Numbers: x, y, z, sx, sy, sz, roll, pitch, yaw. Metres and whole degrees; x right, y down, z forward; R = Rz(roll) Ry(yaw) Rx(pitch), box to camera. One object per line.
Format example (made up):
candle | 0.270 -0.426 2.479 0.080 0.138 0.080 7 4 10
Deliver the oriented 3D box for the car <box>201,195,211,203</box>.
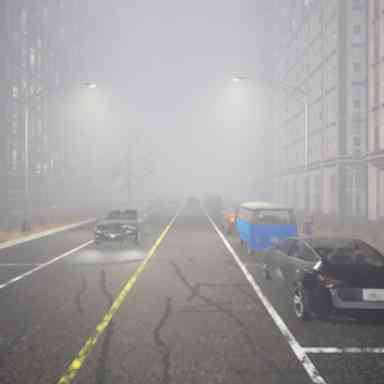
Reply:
car | 2.699 1.353 64.090 1.752 1.417 4.829 0 0 0

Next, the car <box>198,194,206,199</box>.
car | 2.701 1.295 92.382 1.947 1.339 4.313 0 0 0

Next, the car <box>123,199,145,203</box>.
car | -5.685 1.456 29.609 1.752 1.417 4.829 0 0 0

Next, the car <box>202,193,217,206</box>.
car | 2.699 1.180 52.536 2.192 1.841 5.009 0 0 0

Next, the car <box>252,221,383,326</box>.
car | 2.693 1.551 6.999 1.947 1.339 4.313 0 0 0

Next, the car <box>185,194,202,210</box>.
car | 0.103 1.374 41.589 1.882 1.535 5.008 0 0 0

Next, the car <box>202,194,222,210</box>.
car | 2.698 1.213 41.152 2.192 1.841 5.009 0 0 0

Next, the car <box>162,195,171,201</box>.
car | -5.681 1.372 75.317 1.802 1.307 4.206 0 0 0

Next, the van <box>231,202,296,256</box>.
van | 2.694 1.314 12.692 1.690 1.788 3.998 0 0 0

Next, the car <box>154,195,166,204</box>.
car | -5.682 1.398 58.242 2.008 1.369 4.403 0 0 0

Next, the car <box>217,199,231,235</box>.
car | 2.695 1.400 18.383 1.967 1.590 4.097 0 0 0

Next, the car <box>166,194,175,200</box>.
car | -5.680 1.300 86.703 2.008 1.369 4.403 0 0 0

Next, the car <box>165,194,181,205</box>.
car | -3.055 1.378 56.650 1.812 1.442 4.674 0 0 0

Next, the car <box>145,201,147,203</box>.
car | -5.685 1.465 35.472 2.008 1.369 4.403 0 0 0

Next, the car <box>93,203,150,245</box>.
car | -3.099 1.472 15.413 1.837 1.490 4.892 0 0 0

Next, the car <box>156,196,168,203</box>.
car | -5.682 1.395 63.934 1.947 1.339 4.313 0 0 0
